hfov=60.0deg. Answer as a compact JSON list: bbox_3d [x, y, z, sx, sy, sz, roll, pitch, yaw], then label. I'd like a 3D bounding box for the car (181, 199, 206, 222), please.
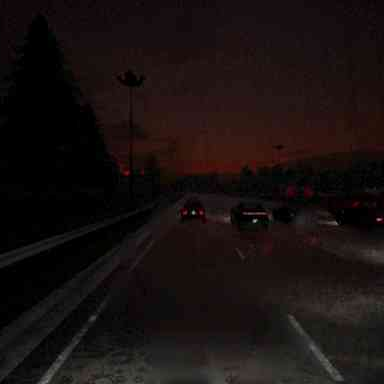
[{"bbox_3d":[0.098,1.494,25.570,2.033,1.411,5.357,0,0,0],"label":"car"}]

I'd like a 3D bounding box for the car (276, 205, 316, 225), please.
[{"bbox_3d":[7.100,1.552,23.842,1.895,1.301,4.718,0,0,0],"label":"car"}]

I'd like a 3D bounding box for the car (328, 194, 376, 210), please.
[{"bbox_3d":[14.099,1.161,29.438,2.150,2.045,5.566,0,0,0],"label":"car"}]

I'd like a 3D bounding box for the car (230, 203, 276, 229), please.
[{"bbox_3d":[3.601,1.447,21.444,2.128,1.511,4.902,0,0,0],"label":"car"}]

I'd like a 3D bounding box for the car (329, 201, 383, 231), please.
[{"bbox_3d":[10.599,1.506,20.209,2.033,1.411,5.357,0,0,0],"label":"car"}]
